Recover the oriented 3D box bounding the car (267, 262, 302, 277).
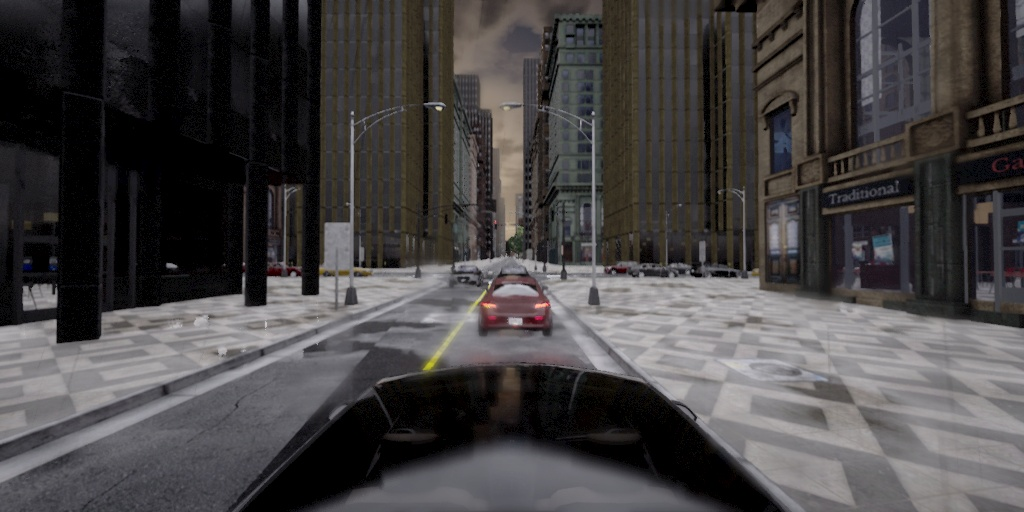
[{"bbox_3d":[-20.069,1.212,31.354,4.507,1.381,1.888,0,0,0],"label":"car"}]

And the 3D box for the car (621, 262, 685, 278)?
[{"bbox_3d":[12.320,1.310,31.470,4.403,1.370,2.007,0,0,0],"label":"car"}]

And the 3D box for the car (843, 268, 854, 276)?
[{"bbox_3d":[34.994,1.582,40.076,4.207,1.307,1.802,0,0,0],"label":"car"}]

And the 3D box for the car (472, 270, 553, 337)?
[{"bbox_3d":[0.089,1.283,10.225,1.812,1.442,4.674,0,0,0],"label":"car"}]

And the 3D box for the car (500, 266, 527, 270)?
[{"bbox_3d":[0.094,1.257,19.478,2.128,1.511,4.902,0,0,0],"label":"car"}]

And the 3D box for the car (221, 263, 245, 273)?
[{"bbox_3d":[-30.969,1.327,39.838,4.507,1.381,1.888,0,0,0],"label":"car"}]

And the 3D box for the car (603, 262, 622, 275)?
[{"bbox_3d":[12.319,1.334,39.995,4.097,1.591,1.967,0,0,0],"label":"car"}]

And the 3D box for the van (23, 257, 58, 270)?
[{"bbox_3d":[-41.270,0.974,31.277,3.998,1.789,1.690,0,0,0],"label":"van"}]

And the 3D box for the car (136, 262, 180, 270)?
[{"bbox_3d":[-30.669,1.213,31.316,4.313,1.339,1.948,0,0,0],"label":"car"}]

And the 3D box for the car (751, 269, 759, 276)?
[{"bbox_3d":[23.827,1.330,31.512,4.829,1.417,1.751,0,0,0],"label":"car"}]

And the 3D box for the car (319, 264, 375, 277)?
[{"bbox_3d":[-14.599,1.205,31.374,4.829,1.417,1.751,0,0,0],"label":"car"}]

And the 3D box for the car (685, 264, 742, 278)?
[{"bbox_3d":[17.990,1.346,31.491,4.313,1.339,1.948,0,0,0],"label":"car"}]

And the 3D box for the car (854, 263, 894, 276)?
[{"bbox_3d":[40.661,1.475,40.096,4.097,1.591,1.967,0,0,0],"label":"car"}]

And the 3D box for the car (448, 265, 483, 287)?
[{"bbox_3d":[-3.004,1.333,24.177,1.994,1.385,4.181,0,0,0],"label":"car"}]
